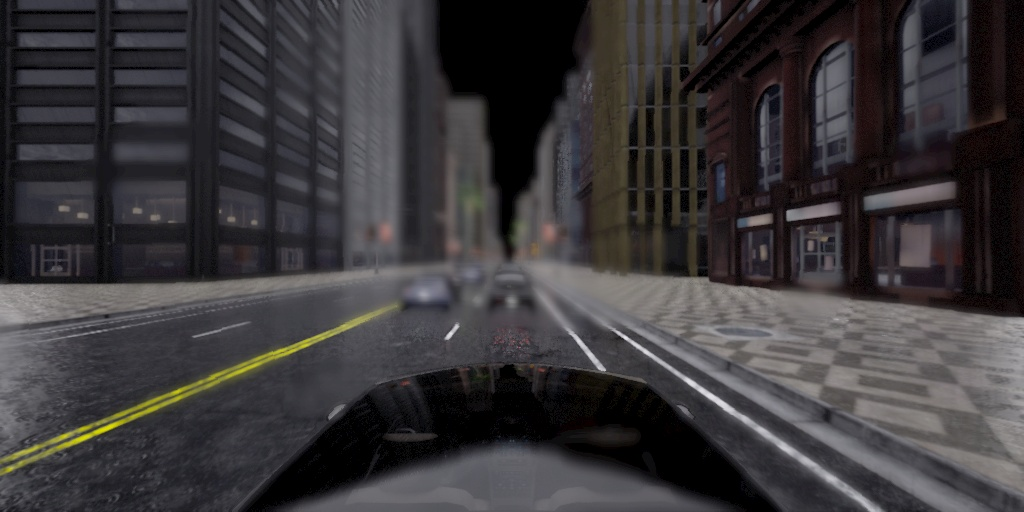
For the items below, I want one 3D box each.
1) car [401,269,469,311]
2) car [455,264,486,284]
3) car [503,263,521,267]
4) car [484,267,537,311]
[{"bbox_3d":[-3.228,1.450,15.257,1.994,1.385,4.181,0,0,1],"label":"car"},{"bbox_3d":[-3.231,1.600,30.292,1.994,1.385,4.181,0,0,1],"label":"car"},{"bbox_3d":[0.020,1.386,30.262,2.097,1.767,4.553,0,-1,1],"label":"car"},{"bbox_3d":[0.021,1.393,15.335,1.837,1.490,4.892,0,0,1],"label":"car"}]
